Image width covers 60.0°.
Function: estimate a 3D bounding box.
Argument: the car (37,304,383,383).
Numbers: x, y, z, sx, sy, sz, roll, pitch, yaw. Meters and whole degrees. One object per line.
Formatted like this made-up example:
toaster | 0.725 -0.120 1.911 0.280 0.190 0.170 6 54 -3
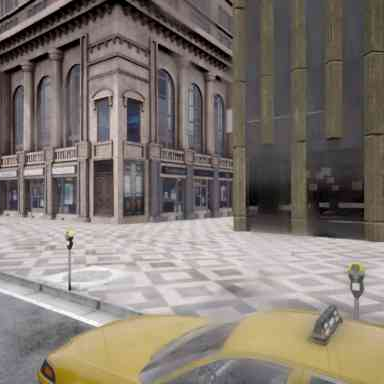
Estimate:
car | 0.718 1.525 2.462 4.829 1.417 1.752 0 0 36
